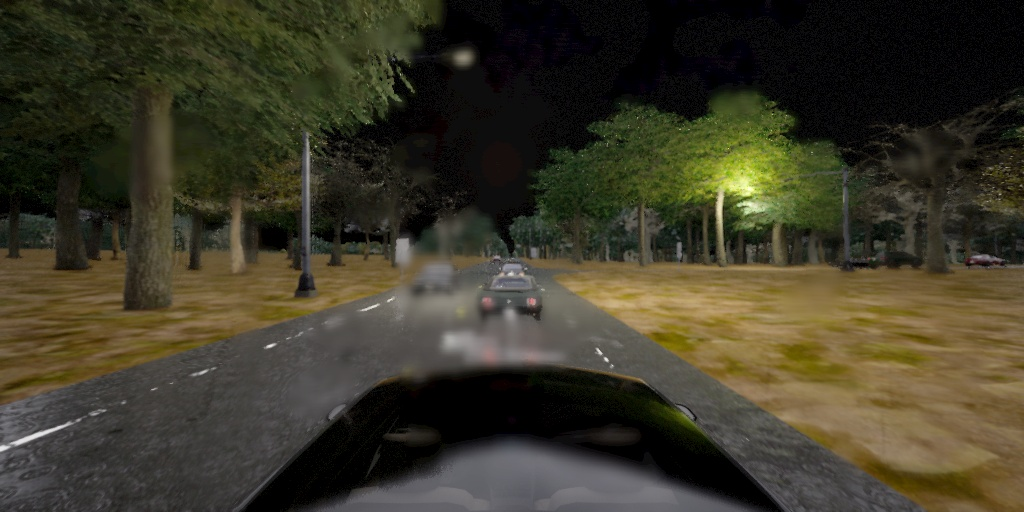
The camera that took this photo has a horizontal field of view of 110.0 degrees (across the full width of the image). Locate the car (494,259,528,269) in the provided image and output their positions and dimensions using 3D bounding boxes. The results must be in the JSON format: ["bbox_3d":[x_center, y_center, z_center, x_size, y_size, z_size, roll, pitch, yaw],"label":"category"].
[{"bbox_3d":[0.084,1.141,25.004,2.033,1.411,5.357,0,0,2],"label":"car"}]

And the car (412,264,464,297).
[{"bbox_3d":[-3.571,1.146,18.056,1.837,1.490,4.892,0,0,0],"label":"car"}]

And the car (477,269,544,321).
[{"bbox_3d":[0.047,1.280,12.080,1.895,1.301,4.718,0,0,2],"label":"car"}]

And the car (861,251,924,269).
[{"bbox_3d":[44.723,0.484,41.907,5.566,2.045,2.150,0,-1,-8],"label":"car"}]

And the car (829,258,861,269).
[{"bbox_3d":[42.418,0.954,44.742,4.718,1.301,1.895,0,-2,-6],"label":"car"}]
